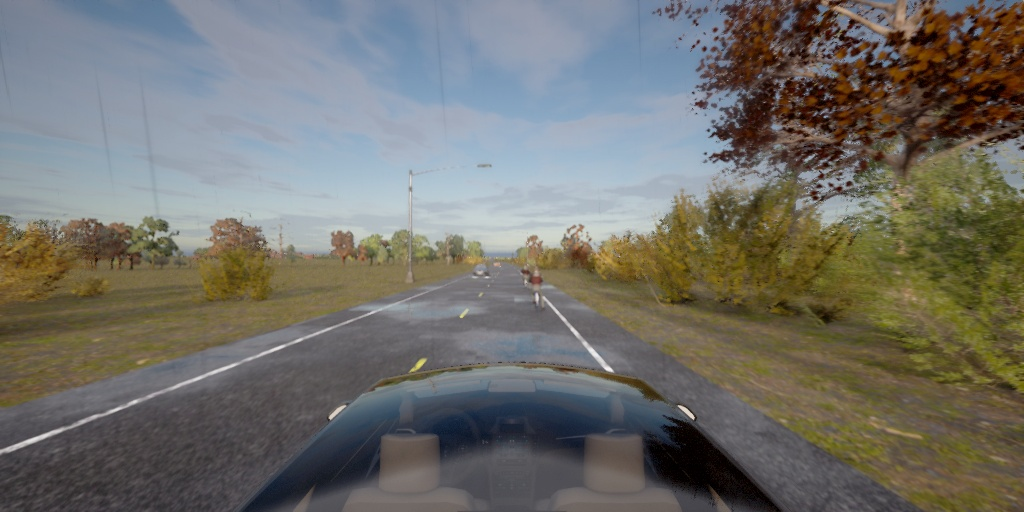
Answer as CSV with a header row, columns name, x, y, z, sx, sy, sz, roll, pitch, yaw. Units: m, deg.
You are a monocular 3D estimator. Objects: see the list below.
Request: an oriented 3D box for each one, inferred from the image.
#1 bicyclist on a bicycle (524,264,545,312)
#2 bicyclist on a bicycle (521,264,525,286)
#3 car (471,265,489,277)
name,x,y,z,sx,sy,sz,roll,pitch,yaw
bicyclist on a bicycle,0.938,1.268,14.052,0.659,1.776,1.843,0,0,0
bicyclist on a bicycle,0.894,1.388,24.064,0.659,1.776,1.843,0,0,0
car,-3.824,1.796,44.813,1.812,1.442,4.674,0,-1,-1
